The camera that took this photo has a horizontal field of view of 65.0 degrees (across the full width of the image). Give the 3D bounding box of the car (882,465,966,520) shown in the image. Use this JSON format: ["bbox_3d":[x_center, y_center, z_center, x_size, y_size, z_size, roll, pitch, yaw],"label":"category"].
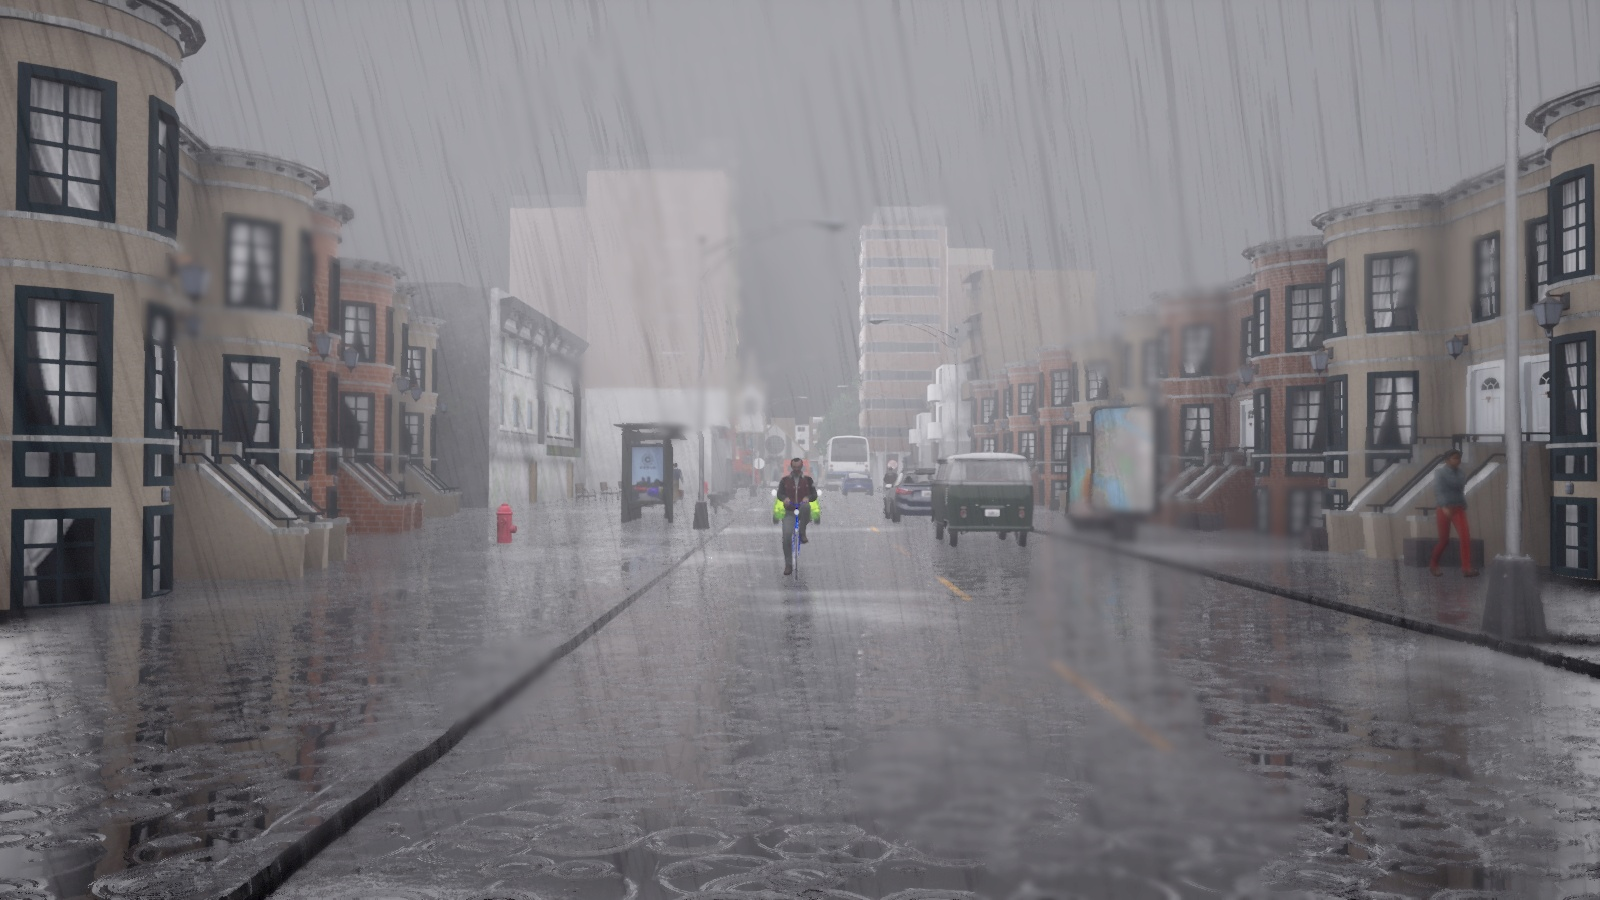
[{"bbox_3d":[3.908,1.319,40.349,2.242,1.667,4.611,0,-1,0],"label":"car"}]

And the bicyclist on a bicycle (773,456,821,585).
[{"bbox_3d":[-0.043,0.992,18.302,0.659,1.776,1.843,0,-1,0],"label":"bicyclist on a bicycle"}]

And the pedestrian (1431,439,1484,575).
[{"bbox_3d":[9.103,0.780,17.410,0.353,1.847,0.614,0,-1,-5],"label":"pedestrian"}]

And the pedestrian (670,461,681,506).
[{"bbox_3d":[-5.396,1.458,54.451,0.423,1.949,0.788,0,-1,-2],"label":"pedestrian"}]

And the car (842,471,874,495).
[{"bbox_3d":[3.774,2.160,82.544,1.882,1.535,5.008,0,-1,0],"label":"car"}]

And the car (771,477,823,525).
[{"bbox_3d":[-0.084,1.489,37.000,1.481,1.376,2.207,0,-1,0],"label":"car"}]

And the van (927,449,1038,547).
[{"bbox_3d":[3.936,1.017,27.769,1.775,1.987,4.442,0,-1,0],"label":"van"}]
